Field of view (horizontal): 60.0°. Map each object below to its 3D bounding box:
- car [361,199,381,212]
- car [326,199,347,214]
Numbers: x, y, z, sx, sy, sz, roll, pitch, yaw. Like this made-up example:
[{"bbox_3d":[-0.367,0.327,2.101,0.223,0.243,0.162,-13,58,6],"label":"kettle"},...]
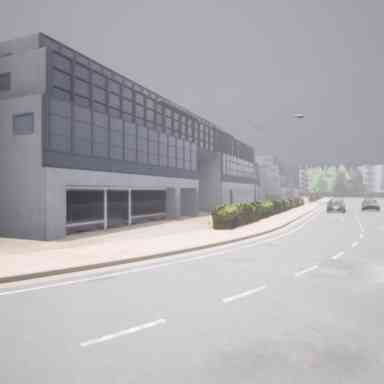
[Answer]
[{"bbox_3d":[20.925,1.536,39.057,2.033,1.411,5.357,0,0,25],"label":"car"},{"bbox_3d":[15.610,1.481,35.962,2.128,1.511,4.902,0,0,25],"label":"car"}]
